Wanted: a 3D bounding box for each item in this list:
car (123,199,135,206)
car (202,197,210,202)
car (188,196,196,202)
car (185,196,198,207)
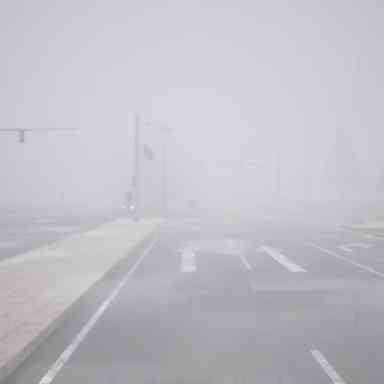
[{"bbox_3d":[-11.539,1.890,62.045,1.895,1.301,4.718,0,0,1],"label":"car"},{"bbox_3d":[3.473,1.815,81.976,1.895,1.301,4.718,0,0,0],"label":"car"},{"bbox_3d":[-0.027,1.772,81.944,1.994,1.385,4.181,0,0,0],"label":"car"},{"bbox_3d":[-0.019,1.789,56.509,1.812,1.442,4.674,0,0,0],"label":"car"}]
